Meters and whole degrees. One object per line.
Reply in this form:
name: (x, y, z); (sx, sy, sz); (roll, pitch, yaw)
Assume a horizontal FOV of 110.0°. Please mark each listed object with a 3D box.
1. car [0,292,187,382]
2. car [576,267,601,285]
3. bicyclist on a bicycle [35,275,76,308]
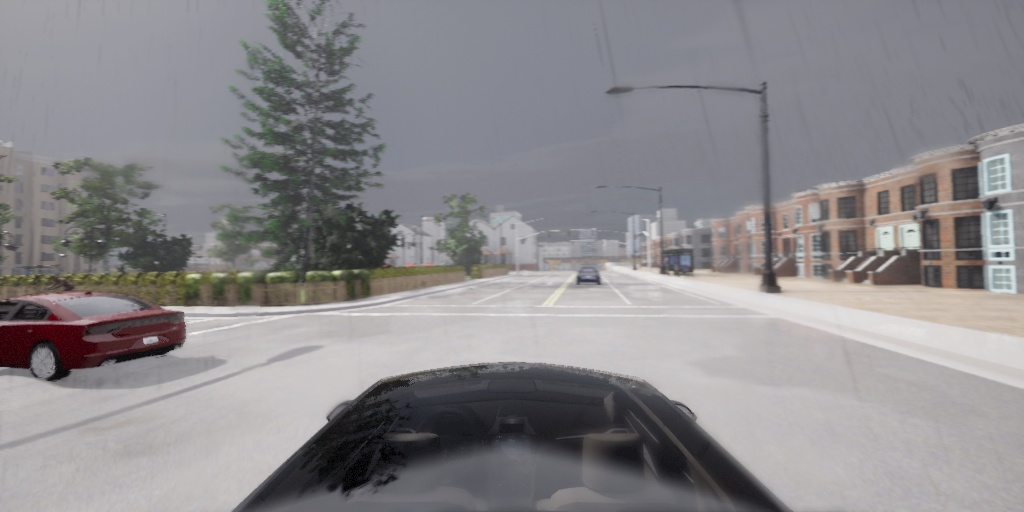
car: (-9.597, 1.508, 7.586); (5.008, 1.535, 1.882); (0, -1, 11)
car: (6.389, 1.631, 30.015); (1.994, 1.385, 4.181); (-2, -1, 12)
bicyclist on a bicycle: (-22.119, 1.758, 17.539); (0.582, 1.620, 1.656); (-2, -1, 12)
